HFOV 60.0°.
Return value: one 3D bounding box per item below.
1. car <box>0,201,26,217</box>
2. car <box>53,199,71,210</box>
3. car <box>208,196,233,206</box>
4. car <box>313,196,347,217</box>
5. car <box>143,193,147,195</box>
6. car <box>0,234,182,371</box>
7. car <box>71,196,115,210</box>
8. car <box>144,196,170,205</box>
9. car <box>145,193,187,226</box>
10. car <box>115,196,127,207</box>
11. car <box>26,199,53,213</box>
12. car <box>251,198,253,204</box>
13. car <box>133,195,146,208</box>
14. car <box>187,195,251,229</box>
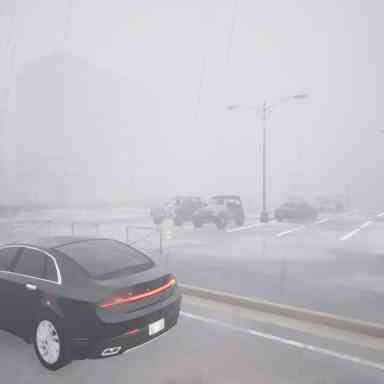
[{"bbox_3d":[-17.339,1.491,28.270,2.128,1.511,4.902,0,0,34],"label":"car"},{"bbox_3d":[-17.144,1.547,41.492,2.033,1.411,5.357,0,0,34],"label":"car"},{"bbox_3d":[4.751,1.490,54.848,2.128,1.511,4.902,0,0,34],"label":"car"},{"bbox_3d":[13.779,1.395,33.146,1.970,1.475,3.806,0,0,34],"label":"car"},{"bbox_3d":[-6.584,1.221,50.860,2.150,2.045,5.566,0,0,34],"label":"car"},{"bbox_3d":[-2.429,1.505,5.733,4.892,1.490,1.837,0,0,36],"label":"car"},{"bbox_3d":[-12.470,1.526,42.149,1.812,1.442,4.674,0,0,34],"label":"car"},{"bbox_3d":[-6.028,1.526,57.920,1.812,1.442,4.674,0,0,35],"label":"car"},{"bbox_3d":[-0.632,1.153,21.882,1.932,1.855,4.605,0,0,34],"label":"car"},{"bbox_3d":[-11.807,1.352,49.410,2.097,1.767,4.553,0,0,34],"label":"car"},{"bbox_3d":[-17.472,1.601,34.738,1.895,1.301,4.718,0,0,34],"label":"car"},{"bbox_3d":[9.870,1.505,62.456,1.837,1.490,4.892,0,0,34],"label":"car"},{"bbox_3d":[-5.462,1.491,45.948,2.128,1.511,4.902,0,0,34],"label":"car"},{"bbox_3d":[1.732,1.156,20.212,1.905,1.878,3.866,0,0,34],"label":"car"}]
